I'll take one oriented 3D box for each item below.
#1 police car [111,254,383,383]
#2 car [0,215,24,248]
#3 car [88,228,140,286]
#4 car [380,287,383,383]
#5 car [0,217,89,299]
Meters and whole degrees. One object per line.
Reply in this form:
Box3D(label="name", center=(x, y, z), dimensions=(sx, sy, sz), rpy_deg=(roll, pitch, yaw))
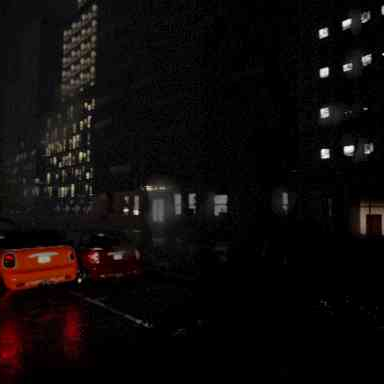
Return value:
Box3D(label="police car", center=(1.668, 1.605, 2.707), dimensions=(5.238, 1.638, 1.930), rpy_deg=(-1, -4, 43))
Box3D(label="car", center=(-11.269, 2.121, 18.724), dimensions=(1.967, 1.590, 4.097), rpy_deg=(5, -5, -44))
Box3D(label="car", center=(-3.456, 1.901, 10.786), dimensions=(1.967, 1.590, 4.097), rpy_deg=(5, -5, -44))
Box3D(label="car", center=(4.353, 1.794, 2.842), dimensions=(2.008, 1.369, 4.403), rpy_deg=(5, -5, -44))
Box3D(label="car", center=(-5.305, 1.716, 9.572), dimensions=(4.553, 1.767, 2.097), rpy_deg=(-1, -4, 39))
